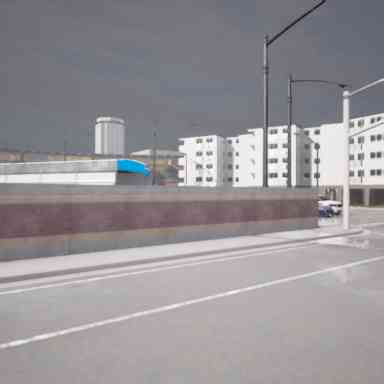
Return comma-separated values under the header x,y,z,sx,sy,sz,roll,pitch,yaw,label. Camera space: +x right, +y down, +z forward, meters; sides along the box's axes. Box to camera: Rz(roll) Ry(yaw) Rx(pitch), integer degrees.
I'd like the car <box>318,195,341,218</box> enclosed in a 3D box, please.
x,y,z,sx,sy,sz,roll,pitch,yaw,label
10.601,1.402,30.309,2.097,1.767,4.553,0,0,-33,car

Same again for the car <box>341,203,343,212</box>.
x,y,z,sx,sy,sz,roll,pitch,yaw,label
12.509,1.278,33.745,2.150,2.045,5.566,0,0,-35,car
